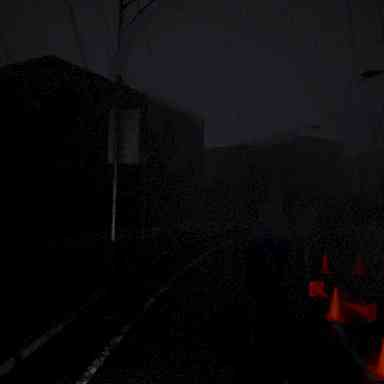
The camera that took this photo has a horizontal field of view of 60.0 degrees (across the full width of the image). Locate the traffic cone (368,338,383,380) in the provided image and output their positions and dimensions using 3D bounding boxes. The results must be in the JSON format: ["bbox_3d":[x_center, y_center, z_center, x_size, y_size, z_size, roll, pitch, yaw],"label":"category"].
[{"bbox_3d":[2.537,2.075,4.320,0.340,0.580,0.340,2,0,5],"label":"traffic cone"}]

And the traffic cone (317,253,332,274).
[{"bbox_3d":[4.079,2.164,10.203,0.340,0.580,0.340,3,0,5],"label":"traffic cone"}]

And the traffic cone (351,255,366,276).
[{"bbox_3d":[5.073,2.208,10.113,0.340,0.580,0.340,3,0,5],"label":"traffic cone"}]

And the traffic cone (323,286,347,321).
[{"bbox_3d":[2.719,2.090,6.312,0.340,0.580,0.340,2,0,5],"label":"traffic cone"}]
